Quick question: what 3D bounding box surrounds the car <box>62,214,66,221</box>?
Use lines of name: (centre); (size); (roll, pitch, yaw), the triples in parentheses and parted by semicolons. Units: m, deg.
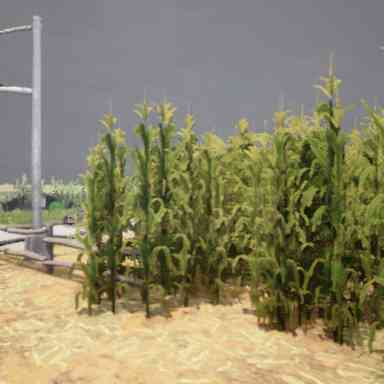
car: (-6.698, 1.565, 22.769); (1.994, 1.385, 4.181); (0, 0, 36)
